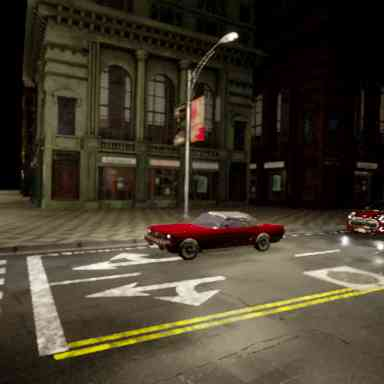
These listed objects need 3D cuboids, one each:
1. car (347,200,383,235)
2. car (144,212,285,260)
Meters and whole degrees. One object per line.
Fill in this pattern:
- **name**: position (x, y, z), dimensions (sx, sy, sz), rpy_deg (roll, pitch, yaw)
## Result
- **car**: position (9.620, 1.136, 15.951), dimensions (4.553, 1.767, 2.097), rpy_deg (0, 1, -27)
- **car**: position (0.825, 1.362, 11.359), dimensions (4.718, 1.301, 1.895), rpy_deg (0, 1, -30)
